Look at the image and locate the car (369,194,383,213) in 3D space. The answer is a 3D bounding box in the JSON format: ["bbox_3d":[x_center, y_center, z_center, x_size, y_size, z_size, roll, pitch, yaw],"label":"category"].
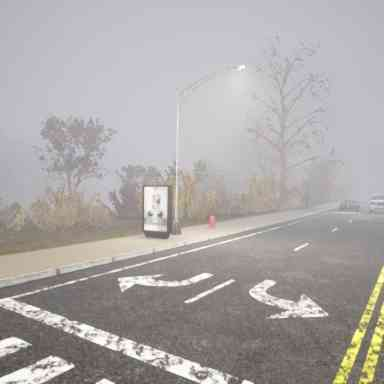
[{"bbox_3d":[21.577,1.262,37.926,2.150,2.045,5.566,0,0,31],"label":"car"}]

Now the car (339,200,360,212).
[{"bbox_3d":[18.796,1.602,39.607,1.994,1.385,4.181,0,0,31],"label":"car"}]
